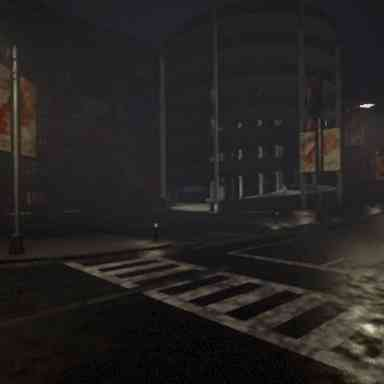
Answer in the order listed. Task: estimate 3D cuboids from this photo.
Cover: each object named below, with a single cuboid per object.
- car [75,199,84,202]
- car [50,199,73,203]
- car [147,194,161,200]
[{"bbox_3d":[-20.769,1.897,58.937,1.895,1.301,4.718,0,0,-43],"label":"car"},{"bbox_3d":[-18.160,1.679,45.227,2.002,1.452,4.674,0,0,-43],"label":"car"},{"bbox_3d":[-7.858,1.363,72.208,2.435,2.045,5.566,0,0,-43],"label":"car"}]
